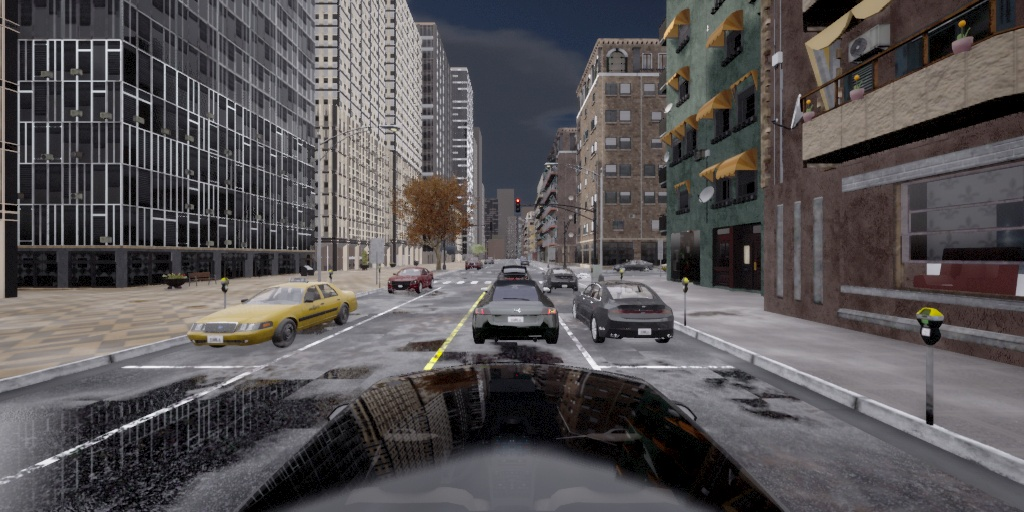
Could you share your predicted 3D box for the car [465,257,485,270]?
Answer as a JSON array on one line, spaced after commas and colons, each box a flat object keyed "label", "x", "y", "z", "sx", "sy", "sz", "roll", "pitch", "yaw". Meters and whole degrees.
[{"label": "car", "x": -5.679, "y": 1.098, "z": 52.906, "sx": 2.192, "sy": 1.841, "sz": 5.009, "roll": 0, "pitch": 0, "yaw": 0}]

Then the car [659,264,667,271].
[{"label": "car", "x": 18.841, "y": 1.006, "z": 39.983, "sx": 4.829, "sy": 1.417, "sz": 1.751, "roll": 0, "pitch": 0, "yaw": -1}]

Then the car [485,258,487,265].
[{"label": "car", "x": -5.677, "y": 1.356, "z": 58.429, "sx": 1.948, "sy": 1.339, "sz": 4.313, "roll": 0, "pitch": 0, "yaw": 0}]

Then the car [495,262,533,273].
[{"label": "car", "x": 0.109, "y": 1.259, "z": 19.647, "sx": 1.837, "sy": 1.490, "sz": 4.892, "roll": 0, "pitch": 0, "yaw": -1}]

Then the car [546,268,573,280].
[{"label": "car", "x": 2.693, "y": 1.305, "z": 20.516, "sx": 2.007, "sy": 1.370, "sz": 4.403, "roll": 0, "pitch": 0, "yaw": 0}]

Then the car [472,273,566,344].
[{"label": "car", "x": 0.089, "y": 1.315, "z": 9.598, "sx": 1.994, "sy": 1.385, "sz": 4.181, "roll": 0, "pitch": 0, "yaw": 0}]

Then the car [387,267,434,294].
[{"label": "car", "x": -5.687, "y": 1.299, "z": 20.518, "sx": 1.888, "sy": 1.381, "sz": 4.507, "roll": 0, "pitch": 0, "yaw": 0}]

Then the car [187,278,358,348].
[{"label": "car", "x": -5.690, "y": 1.276, "z": 9.283, "sx": 1.751, "sy": 1.417, "sz": 4.829, "roll": 0, "pitch": 0, "yaw": 0}]

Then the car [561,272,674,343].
[{"label": "car", "x": 2.691, "y": 1.301, "z": 9.450, "sx": 2.007, "sy": 1.370, "sz": 4.403, "roll": 0, "pitch": 0, "yaw": 0}]

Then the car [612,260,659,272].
[{"label": "car", "x": 13.444, "y": 1.108, "z": 39.929, "sx": 4.403, "sy": 1.370, "sz": 2.007, "roll": 0, "pitch": 0, "yaw": -1}]
